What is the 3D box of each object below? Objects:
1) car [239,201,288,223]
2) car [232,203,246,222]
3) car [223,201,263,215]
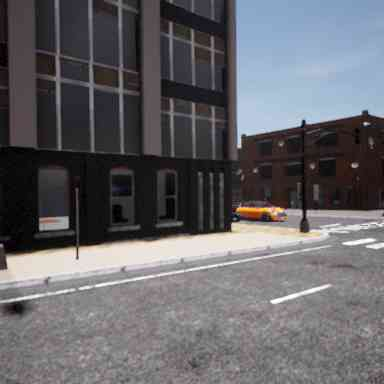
[{"bbox_3d":[5.951,1.590,28.569,2.097,1.767,4.553,-1,0,-37],"label":"car"},{"bbox_3d":[2.223,1.880,28.993,1.947,1.339,4.313,-2,0,-37],"label":"car"},{"bbox_3d":[5.825,1.840,38.595,2.008,1.369,4.403,-2,0,-37],"label":"car"}]
